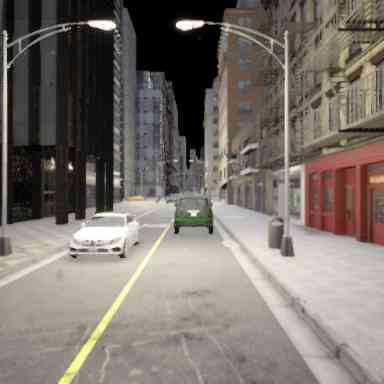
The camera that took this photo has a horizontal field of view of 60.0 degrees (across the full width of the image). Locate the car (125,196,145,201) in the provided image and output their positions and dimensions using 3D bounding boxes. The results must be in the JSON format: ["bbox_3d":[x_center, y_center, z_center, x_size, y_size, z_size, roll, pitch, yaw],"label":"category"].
[{"bbox_3d":[-14.416,1.552,84.030,4.829,1.417,1.752,-1,0,0],"label":"car"}]

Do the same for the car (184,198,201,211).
[{"bbox_3d":[0.068,1.495,41.147,2.033,1.411,5.357,0,0,0],"label":"car"}]

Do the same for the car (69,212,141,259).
[{"bbox_3d":[-3.103,1.512,12.718,1.812,1.442,4.674,0,0,0],"label":"car"}]

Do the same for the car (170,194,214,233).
[{"bbox_3d":[0.093,1.204,19.573,2.150,2.045,5.566,0,1,0],"label":"car"}]

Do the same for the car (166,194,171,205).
[{"bbox_3d":[-3.015,1.085,54.502,2.097,1.767,4.553,0,0,0],"label":"car"}]
